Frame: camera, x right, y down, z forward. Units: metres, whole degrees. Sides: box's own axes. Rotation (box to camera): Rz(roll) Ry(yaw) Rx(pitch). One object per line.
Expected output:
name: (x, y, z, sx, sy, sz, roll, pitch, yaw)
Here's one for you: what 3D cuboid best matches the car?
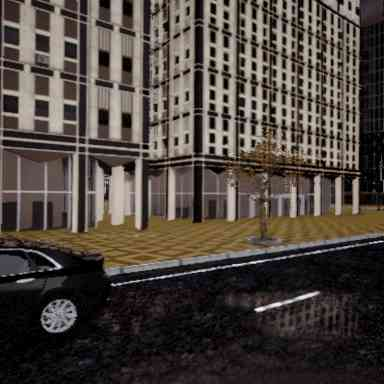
car: (-3.694, 1.510, 5.044, 4.892, 1.490, 1.837, 1, 0, -35)
